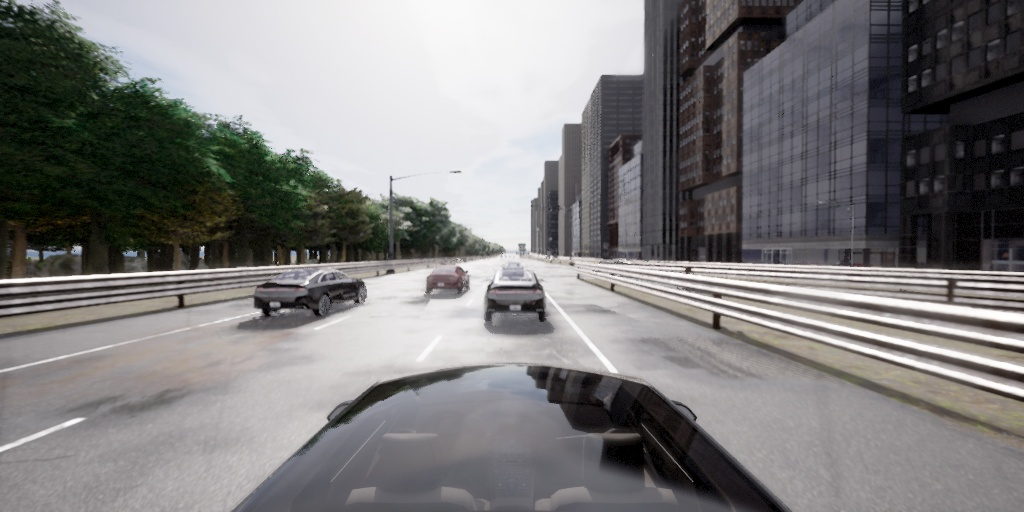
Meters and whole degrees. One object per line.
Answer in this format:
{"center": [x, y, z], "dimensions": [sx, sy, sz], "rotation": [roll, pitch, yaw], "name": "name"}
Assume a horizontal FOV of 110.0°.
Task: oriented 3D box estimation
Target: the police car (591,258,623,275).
{"center": [9.864, 1.068, 37.094], "dimensions": [1.930, 1.638, 5.238], "rotation": [0, 0, -13], "name": "police car"}

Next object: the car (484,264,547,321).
{"center": [0.095, 1.193, 12.228], "dimensions": [2.128, 1.511, 4.902], "rotation": [0, 0, 0], "name": "car"}

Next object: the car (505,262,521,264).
{"center": [0.089, 1.173, 29.953], "dimensions": [2.033, 1.411, 5.357], "rotation": [0, 0, 0], "name": "car"}

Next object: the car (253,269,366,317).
{"center": [-6.906, 1.190, 12.874], "dimensions": [2.128, 1.511, 4.902], "rotation": [0, 0, 0], "name": "car"}

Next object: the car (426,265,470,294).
{"center": [-3.409, 1.195, 19.503], "dimensions": [1.812, 1.442, 4.674], "rotation": [0, 0, 0], "name": "car"}
